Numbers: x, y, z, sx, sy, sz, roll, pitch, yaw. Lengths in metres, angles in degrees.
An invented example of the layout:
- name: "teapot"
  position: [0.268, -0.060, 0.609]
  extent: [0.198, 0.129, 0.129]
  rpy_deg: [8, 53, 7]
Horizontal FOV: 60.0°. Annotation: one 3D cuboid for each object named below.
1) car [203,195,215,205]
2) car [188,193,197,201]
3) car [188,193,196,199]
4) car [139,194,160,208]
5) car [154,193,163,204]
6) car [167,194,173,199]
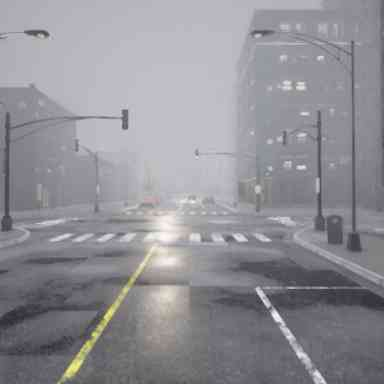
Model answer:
- name: "car"
  position: [2.745, 1.202, 54.702]
  extent: [1.967, 1.590, 4.097]
  rpy_deg: [1, 0, 0]
- name: "car"
  position: [0.052, 1.183, 70.944]
  extent: [1.837, 1.490, 4.892]
  rpy_deg: [0, 0, 0]
- name: "car"
  position: [0.059, 0.957, 81.369]
  extent: [1.882, 1.535, 5.008]
  rpy_deg: [0, 0, 0]
- name: "car"
  position: [-5.721, 1.356, 43.279]
  extent: [1.887, 1.381, 4.507]
  rpy_deg: [1, 0, 0]
- name: "car"
  position: [-5.641, 1.332, 48.960]
  extent: [1.887, 1.381, 4.507]
  rpy_deg: [1, 0, 0]
- name: "car"
  position: [-5.616, 1.222, 83.081]
  extent: [1.802, 1.307, 4.206]
  rpy_deg: [1, 0, 0]
